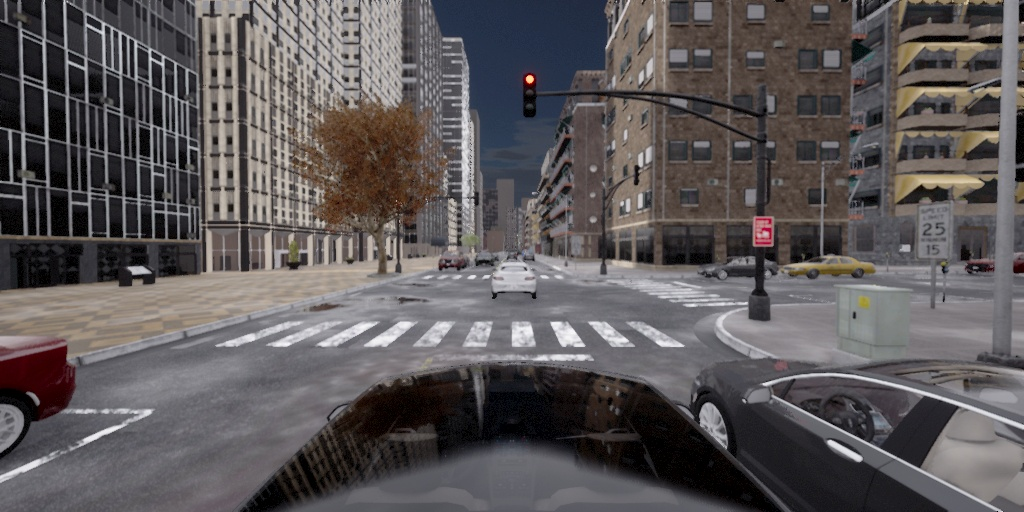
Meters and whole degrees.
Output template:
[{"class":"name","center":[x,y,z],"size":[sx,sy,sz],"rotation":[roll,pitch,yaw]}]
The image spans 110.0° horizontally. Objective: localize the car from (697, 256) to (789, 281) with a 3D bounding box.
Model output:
[{"class":"car","center":[13.433,0.687,21.446],"size":[4.403,1.370,2.007],"rotation":[0,0,-1]}]

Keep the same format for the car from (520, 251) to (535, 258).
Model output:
[{"class":"car","center":[2.685,0.217,56.505],"size":[1.948,1.339,4.313],"rotation":[0,0,0]}]

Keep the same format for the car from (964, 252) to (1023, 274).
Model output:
[{"class":"car","center":[30.134,0.447,21.612],"size":[4.507,1.381,1.888],"rotation":[0,0,-1]}]

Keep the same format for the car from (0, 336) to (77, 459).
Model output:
[{"class":"car","center":[-5.692,1.288,2.037],"size":[1.888,1.381,4.507],"rotation":[0,0,0]}]

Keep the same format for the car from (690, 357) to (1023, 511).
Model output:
[{"class":"car","center":[2.688,1.294,2.038],"size":[2.007,1.370,4.403],"rotation":[0,0,0]}]

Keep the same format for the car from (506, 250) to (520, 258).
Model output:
[{"class":"car","center":[-0.007,0.028,64.137],"size":[1.812,1.442,4.674],"rotation":[0,1,0]}]

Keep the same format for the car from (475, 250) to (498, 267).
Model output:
[{"class":"car","center":[-3.097,0.296,41.688],"size":[2.097,1.767,4.553],"rotation":[0,1,0]}]

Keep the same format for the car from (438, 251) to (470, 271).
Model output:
[{"class":"car","center":[-5.695,0.403,34.418],"size":[2.192,1.841,5.009],"rotation":[0,0,0]}]

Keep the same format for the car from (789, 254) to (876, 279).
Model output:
[{"class":"car","center":[18.830,0.584,21.500],"size":[4.829,1.417,1.751],"rotation":[0,0,-1]}]

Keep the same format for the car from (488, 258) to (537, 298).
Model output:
[{"class":"car","center":[0.088,0.983,15.989],"size":[1.812,1.442,4.674],"rotation":[0,1,0]}]
